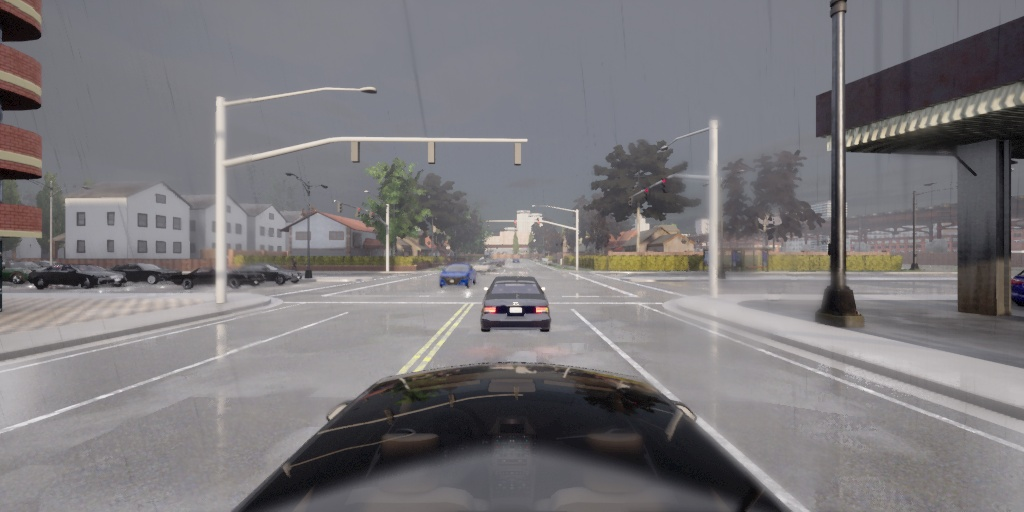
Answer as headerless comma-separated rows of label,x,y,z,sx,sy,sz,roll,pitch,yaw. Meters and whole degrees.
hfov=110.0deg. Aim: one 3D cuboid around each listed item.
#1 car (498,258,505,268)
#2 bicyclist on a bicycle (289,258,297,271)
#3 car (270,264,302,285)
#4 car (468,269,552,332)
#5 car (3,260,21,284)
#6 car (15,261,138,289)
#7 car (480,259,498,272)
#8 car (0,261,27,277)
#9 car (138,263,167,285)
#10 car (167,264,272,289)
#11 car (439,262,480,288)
car,-2.734,1.297,62.273,2.033,1.411,5.357,0,0,1
bicyclist on a bicycle,-26.522,1.051,43.463,0.582,1.620,1.656,0,0,1
car,-17.707,1.276,25.858,4.674,1.442,1.812,0,0,1
car,0.087,1.297,10.812,2.033,1.411,5.357,0,0,0
car,-36.054,1.102,26.133,4.553,1.767,2.097,0,0,1
car,-27.124,1.242,22.489,4.902,1.511,2.128,0,0,1
car,-3.396,1.351,44.204,1.895,1.301,4.718,0,0,7
car,-50.280,1.255,34.493,4.892,1.490,1.837,0,0,2
car,-26.769,1.228,25.982,5.008,1.535,1.882,0,0,1
car,-18.092,1.351,22.331,4.718,1.301,1.895,0,0,1
car,-3.492,1.227,23.733,1.882,1.535,5.008,0,0,1
